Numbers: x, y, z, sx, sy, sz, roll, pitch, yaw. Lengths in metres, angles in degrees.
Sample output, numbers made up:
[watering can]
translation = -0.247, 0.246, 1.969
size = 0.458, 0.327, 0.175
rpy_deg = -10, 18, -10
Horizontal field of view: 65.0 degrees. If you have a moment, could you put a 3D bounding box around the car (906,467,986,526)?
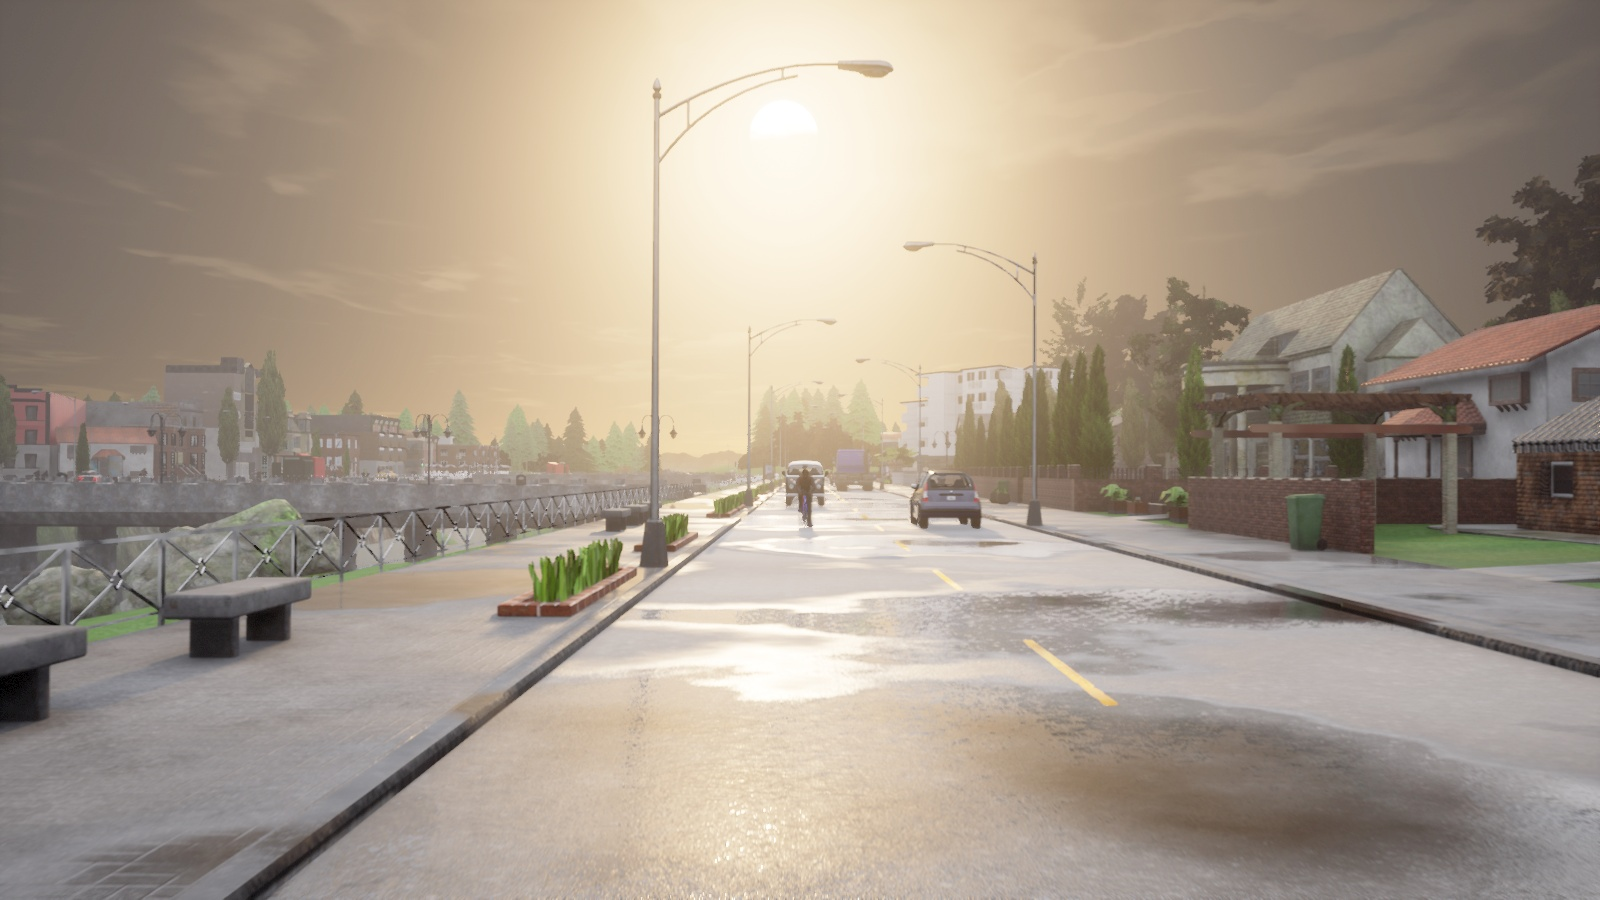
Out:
[car]
translation = 4.152, 1.306, 36.314
size = 1.851, 1.617, 3.988
rpy_deg = 0, -1, 0

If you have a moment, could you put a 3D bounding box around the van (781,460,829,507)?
[van]
translation = 0.233, 1.498, 57.285
size = 2.069, 2.038, 4.480
rpy_deg = 0, -1, 0
